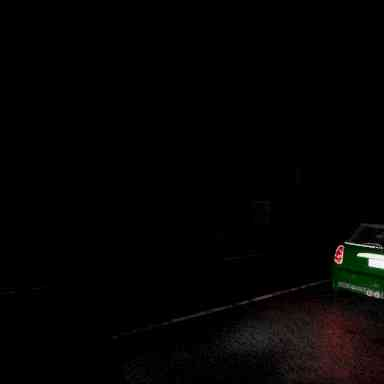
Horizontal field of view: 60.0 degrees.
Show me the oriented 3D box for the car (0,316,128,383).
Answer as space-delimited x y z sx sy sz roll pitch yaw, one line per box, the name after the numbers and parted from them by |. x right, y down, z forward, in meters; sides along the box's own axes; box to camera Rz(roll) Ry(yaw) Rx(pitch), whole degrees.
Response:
-2.740 1.492 1.795 4.902 1.511 2.128 0 0 -36 | car

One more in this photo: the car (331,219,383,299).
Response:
5.177 1.352 7.425 4.553 1.767 2.097 0 0 -35 | car
